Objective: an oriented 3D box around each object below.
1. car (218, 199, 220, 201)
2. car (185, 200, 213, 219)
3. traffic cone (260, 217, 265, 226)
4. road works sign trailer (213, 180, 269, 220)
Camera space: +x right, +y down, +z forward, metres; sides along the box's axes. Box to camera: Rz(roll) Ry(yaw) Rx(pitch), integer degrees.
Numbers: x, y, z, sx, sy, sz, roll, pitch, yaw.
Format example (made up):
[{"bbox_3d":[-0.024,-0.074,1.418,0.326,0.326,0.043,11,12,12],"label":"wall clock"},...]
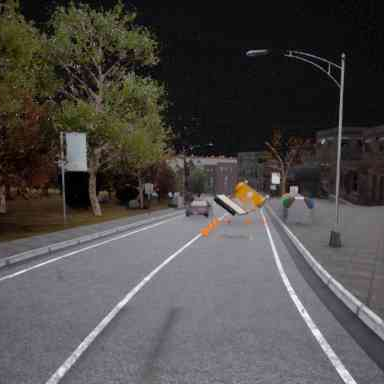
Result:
[{"bbox_3d":[6.465,1.331,69.259,1.994,1.385,4.181,0,0,2],"label":"car"},{"bbox_3d":[0.710,1.404,28.432,1.812,1.442,4.674,1,0,11],"label":"car"},{"bbox_3d":[4.668,1.945,21.984,0.340,0.580,0.340,1,0,20],"label":"traffic cone"},{"bbox_3d":[3.154,0.950,23.607,2.380,2.880,3.560,39,24,27],"label":"road works sign trailer"}]
